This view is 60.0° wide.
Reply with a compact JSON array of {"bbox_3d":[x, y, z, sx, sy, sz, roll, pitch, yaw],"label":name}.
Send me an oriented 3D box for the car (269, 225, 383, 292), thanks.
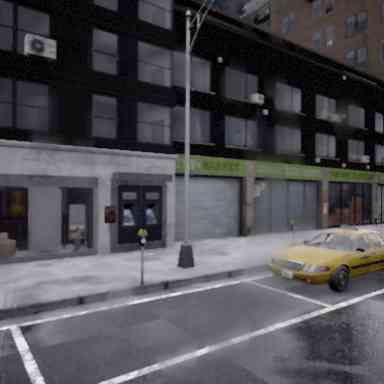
[{"bbox_3d":[4.188,1.617,9.165,4.829,1.417,1.752,1,0,-35],"label":"car"}]
